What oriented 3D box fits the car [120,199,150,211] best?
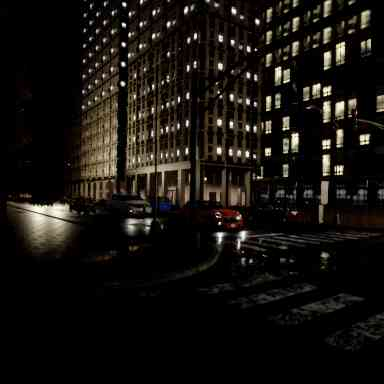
[{"bbox_3d":[-7.284,1.584,42.361,2.008,1.369,4.403,1,-1,-35],"label":"car"}]

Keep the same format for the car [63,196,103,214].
[{"bbox_3d":[-10.857,1.427,32.909,2.008,1.369,4.403,1,-1,-35],"label":"car"}]

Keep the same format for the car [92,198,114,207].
[{"bbox_3d":[-13.815,1.586,51.580,1.947,1.339,4.313,1,-1,-35],"label":"car"}]

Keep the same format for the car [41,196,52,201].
[{"bbox_3d":[-36.671,1.570,83.845,1.802,1.307,4.206,1,-1,-35],"label":"car"}]

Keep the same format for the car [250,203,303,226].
[{"bbox_3d":[5.778,1.505,23.925,1.967,1.590,4.097,1,-1,-35],"label":"car"}]

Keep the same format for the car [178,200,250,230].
[{"bbox_3d":[1.053,1.302,20.537,2.097,1.767,4.553,1,-1,-34],"label":"car"}]

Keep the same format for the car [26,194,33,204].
[{"bbox_3d":[-23.917,1.432,51.346,1.802,1.307,4.206,1,-1,-35],"label":"car"}]

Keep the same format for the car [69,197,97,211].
[{"bbox_3d":[-13.612,1.419,41.316,1.837,1.490,4.892,1,0,-35],"label":"car"}]

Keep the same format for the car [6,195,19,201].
[{"bbox_3d":[-40.242,1.377,74.393,2.008,1.369,4.403,1,-1,-35],"label":"car"}]

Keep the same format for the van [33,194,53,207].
[{"bbox_3d":[-20.648,1.197,46.739,1.690,1.788,3.998,1,-1,-35],"label":"van"}]

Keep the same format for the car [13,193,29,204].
[{"bbox_3d":[-30.443,1.154,60.567,2.192,1.841,5.009,1,-1,-35],"label":"car"}]

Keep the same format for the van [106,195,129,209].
[{"bbox_3d":[-10.546,1.368,46.973,1.690,1.788,3.998,1,-1,-35],"label":"van"}]

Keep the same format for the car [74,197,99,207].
[{"bbox_3d":[-16.062,1.516,50.269,2.033,1.411,5.357,1,-1,-36],"label":"car"}]

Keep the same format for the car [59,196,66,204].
[{"bbox_3d":[-22.193,1.463,58.921,1.837,1.490,4.892,1,-1,-35],"label":"car"}]

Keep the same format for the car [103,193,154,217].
[{"bbox_3d":[-5.757,1.157,30.201,2.150,2.045,5.566,1,-1,-35],"label":"car"}]

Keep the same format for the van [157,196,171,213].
[{"bbox_3d":[-4.016,1.382,37.754,1.690,1.788,3.998,1,-1,-35],"label":"van"}]

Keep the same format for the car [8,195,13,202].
[{"bbox_3d":[-36.977,1.396,69.784,1.947,1.339,4.313,1,-1,-35],"label":"car"}]
